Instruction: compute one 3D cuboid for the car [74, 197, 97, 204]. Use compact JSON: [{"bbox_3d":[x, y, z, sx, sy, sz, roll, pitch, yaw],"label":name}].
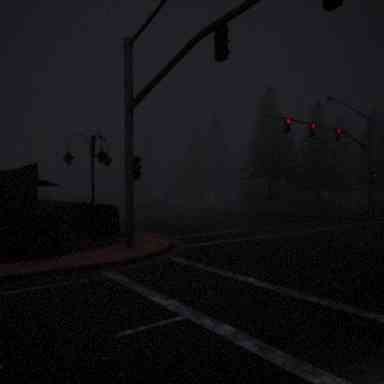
[{"bbox_3d":[-13.478,1.405,42.152,1.837,1.490,4.892,-1,0,-37],"label":"car"}]
